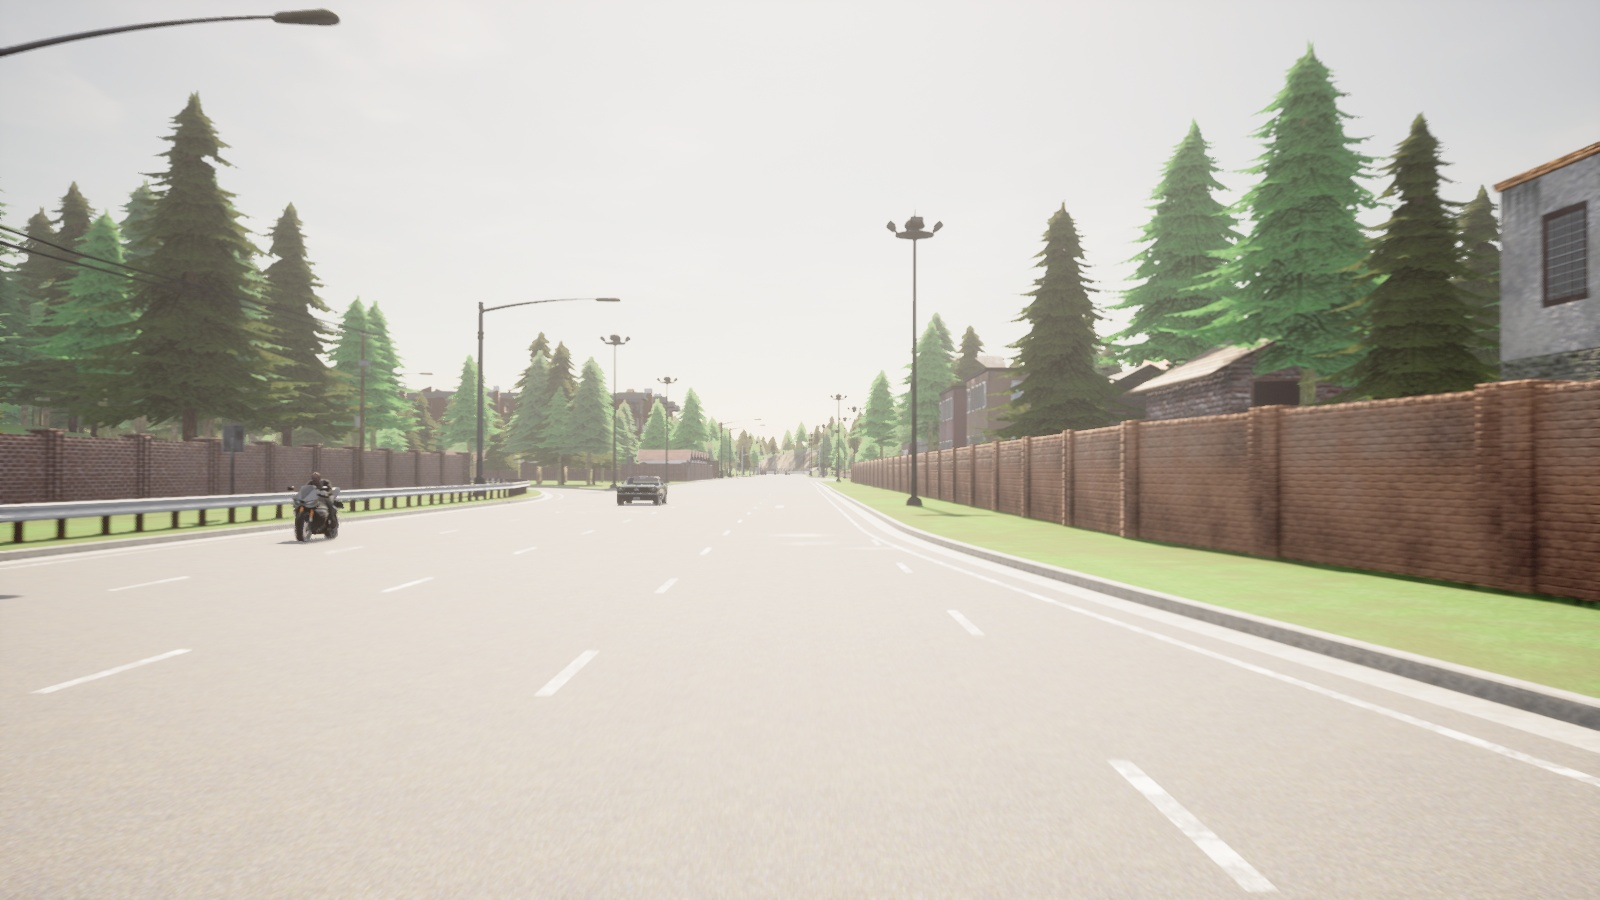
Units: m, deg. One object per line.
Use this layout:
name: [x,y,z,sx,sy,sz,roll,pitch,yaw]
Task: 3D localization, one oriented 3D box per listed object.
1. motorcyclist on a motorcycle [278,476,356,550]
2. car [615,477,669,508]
motorcyclist on a motorcycle: [-10.567,1.352,27.563,0.866,1.530,2.191,0,-1,0]
car: [-7.139,1.897,57.104,1.895,1.301,4.718,0,-1,0]
